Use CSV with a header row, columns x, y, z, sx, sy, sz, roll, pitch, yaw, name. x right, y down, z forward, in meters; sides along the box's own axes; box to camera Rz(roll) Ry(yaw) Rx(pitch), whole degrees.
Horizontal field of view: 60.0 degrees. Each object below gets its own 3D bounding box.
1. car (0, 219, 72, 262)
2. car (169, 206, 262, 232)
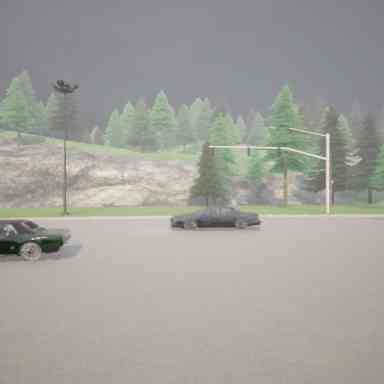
x,y,z,sx,sy,sz,roll,pitch,yaw,name
-6.655,1.601,11.192,4.718,1.301,1.895,0,0,-12,car
1.373,1.547,19.832,5.357,1.411,2.033,0,0,-9,car
